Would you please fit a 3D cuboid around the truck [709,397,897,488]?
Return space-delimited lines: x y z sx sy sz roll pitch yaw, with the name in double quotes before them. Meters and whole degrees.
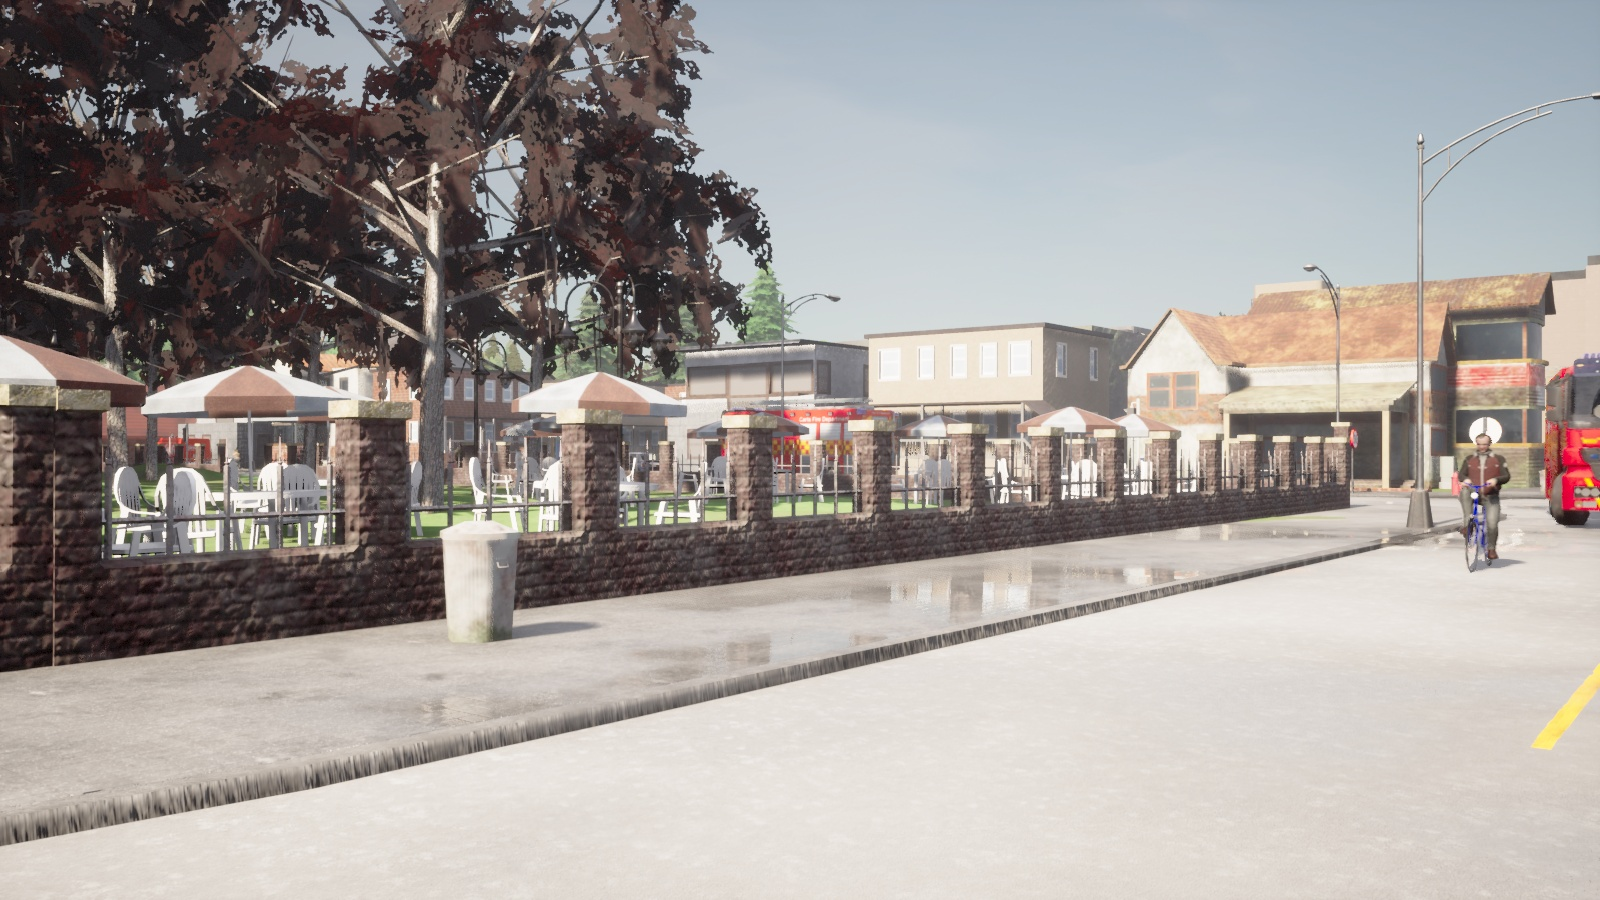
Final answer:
"truck" 0.027 -0.305 56.337 8.468 3.827 2.891 0 0 38

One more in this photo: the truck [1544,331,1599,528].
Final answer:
"truck" 18.236 -0.395 27.642 2.891 3.827 8.468 0 0 29

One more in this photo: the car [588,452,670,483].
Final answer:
"car" -8.611 0.853 63.137 3.806 1.475 1.970 0 0 39

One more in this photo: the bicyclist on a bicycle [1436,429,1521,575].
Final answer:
"bicyclist on a bicycle" 8.738 0.633 16.135 0.659 1.776 1.843 0 0 38
